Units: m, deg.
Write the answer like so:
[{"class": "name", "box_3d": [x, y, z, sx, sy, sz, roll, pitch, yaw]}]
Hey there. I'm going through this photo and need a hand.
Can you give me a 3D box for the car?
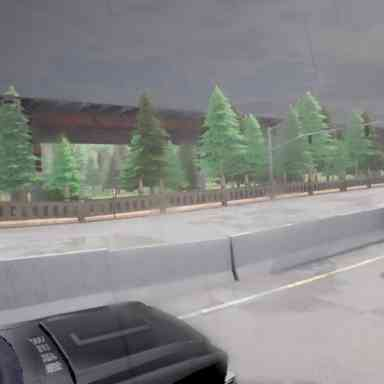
[{"class": "car", "box_3d": [-1.930, 1.601, 2.371, 4.718, 1.301, 1.895, 0, 0, -36]}]
